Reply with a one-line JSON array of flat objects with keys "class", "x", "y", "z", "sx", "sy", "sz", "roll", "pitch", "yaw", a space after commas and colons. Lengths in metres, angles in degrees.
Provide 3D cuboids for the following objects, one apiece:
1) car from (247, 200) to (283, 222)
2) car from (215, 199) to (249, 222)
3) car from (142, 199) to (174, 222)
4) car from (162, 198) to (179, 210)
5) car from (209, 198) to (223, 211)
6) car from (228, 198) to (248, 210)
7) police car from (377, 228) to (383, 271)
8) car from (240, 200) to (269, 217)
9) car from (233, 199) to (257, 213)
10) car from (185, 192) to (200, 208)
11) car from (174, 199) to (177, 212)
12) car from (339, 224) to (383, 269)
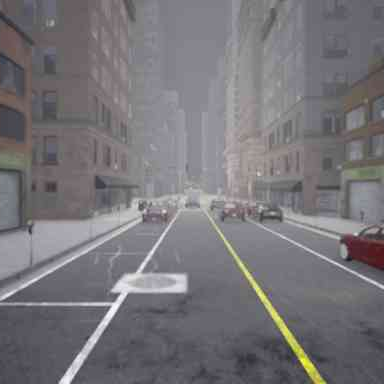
[{"class": "car", "x": 5.797, "y": 1.554, "z": 25.921, "sx": 1.947, "sy": 1.339, "sz": 4.313, "roll": -1, "pitch": 0, "yaw": 0}, {"class": "car", "x": 3.091, "y": 1.509, "z": 26.449, "sx": 1.812, "sy": 1.442, "sz": 4.674, "roll": 0, "pitch": 0, "yaw": 0}, {"class": "car", "x": -2.729, "y": 1.413, "z": 25.937, "sx": 1.967, "sy": 1.590, "sz": 4.097, "roll": -1, "pitch": 0, "yaw": 0}, {"class": "car", "x": -2.697, "y": 1.508, "z": 42.453, "sx": 1.887, "sy": 1.381, "sz": 4.507, "roll": -1, "pitch": 0, "yaw": 0}, {"class": "car", "x": 3.101, "y": 1.466, "z": 40.290, "sx": 2.128, "sy": 1.511, "sz": 4.902, "roll": 0, "pitch": 0, "yaw": 1}, {"class": "car", "x": 5.828, "y": 1.523, "z": 42.437, "sx": 1.887, "sy": 1.381, "sz": 4.507, "roll": -1, "pitch": 0, "yaw": 0}, {"class": "police car", "x": 3.902, "y": 1.430, "z": 2.601, "sx": 1.930, "sy": 1.638, "sz": 5.238, "roll": 0, "pitch": 0, "yaw": 0}, {"class": "car", "x": 5.808, "y": 1.529, "z": 31.426, "sx": 1.887, "sy": 1.381, "sz": 4.507, "roll": -1, "pitch": 0, "yaw": 0}, {"class": "car", "x": 5.818, "y": 1.526, "z": 36.931, "sx": 1.887, "sy": 1.381, "sz": 4.507, "roll": -1, "pitch": 0, "yaw": 0}, {"class": "car", "x": 0.084, "y": 1.316, "z": 46.349, "sx": 2.097, "sy": 1.767, "sz": 4.553, "roll": 0, "pitch": 0, "yaw": 0}, {"class": "car", "x": -2.717, "y": 1.535, "z": 31.442, "sx": 1.947, "sy": 1.339, "sz": 4.313, "roll": -1, "pitch": 0, "yaw": 0}, {"class": "car", "x": 5.766, "y": 1.546, "z": 9.406, "sx": 1.887, "sy": 1.381, "sz": 4.507, "roll": -1, "pitch": 0, "yaw": 0}]
